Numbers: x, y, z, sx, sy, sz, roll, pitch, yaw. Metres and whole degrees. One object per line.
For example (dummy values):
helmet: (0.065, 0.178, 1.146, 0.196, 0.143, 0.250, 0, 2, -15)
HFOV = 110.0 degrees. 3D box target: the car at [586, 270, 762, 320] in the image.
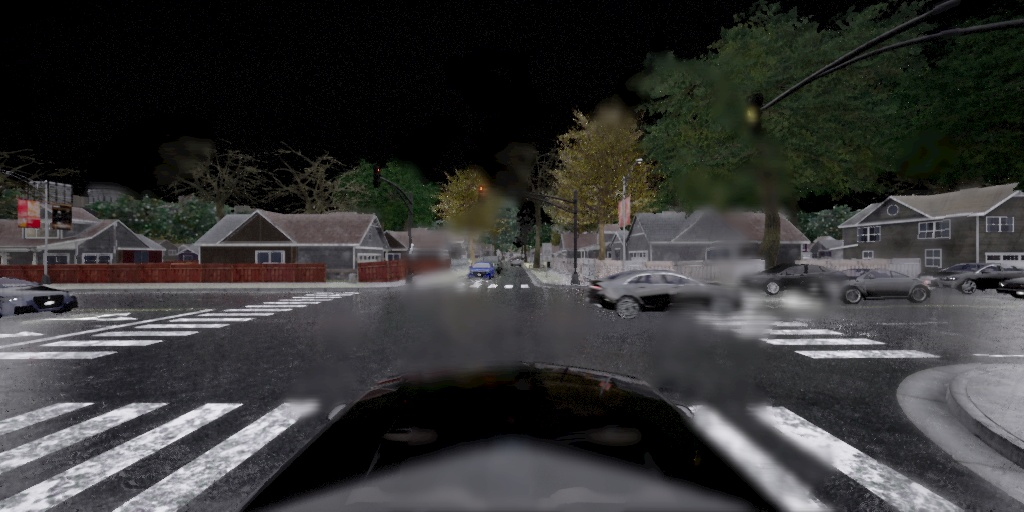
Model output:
car: (4.926, 1.202, 11.790, 4.902, 1.511, 2.128, 0, 0, 1)

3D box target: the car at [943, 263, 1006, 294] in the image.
car: (23.592, 1.093, 18.193, 4.902, 1.511, 2.128, 0, 0, 1)

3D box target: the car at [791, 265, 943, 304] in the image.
car: (14.716, 1.217, 15.082, 4.181, 1.385, 1.994, 0, 0, 1)

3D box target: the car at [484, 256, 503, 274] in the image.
car: (-2.401, 0.994, 41.658, 2.150, 2.045, 5.566, 0, 0, 1)

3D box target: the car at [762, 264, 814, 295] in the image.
car: (14.262, 1.159, 18.330, 4.892, 1.490, 1.837, 0, 0, 2)

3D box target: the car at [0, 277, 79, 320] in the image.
car: (-17.597, 1.408, 12.146, 4.181, 1.385, 1.994, 0, 0, 1)

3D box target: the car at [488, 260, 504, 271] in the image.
car: (-2.269, 1.331, 51.975, 2.033, 1.411, 5.357, 0, 0, 1)

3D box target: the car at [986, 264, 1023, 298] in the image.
car: (23.953, 1.149, 14.935, 5.357, 1.411, 2.033, 0, 0, 1)

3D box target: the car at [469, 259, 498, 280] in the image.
car: (-2.595, 1.242, 31.422, 1.882, 1.535, 5.008, 0, 0, 1)
